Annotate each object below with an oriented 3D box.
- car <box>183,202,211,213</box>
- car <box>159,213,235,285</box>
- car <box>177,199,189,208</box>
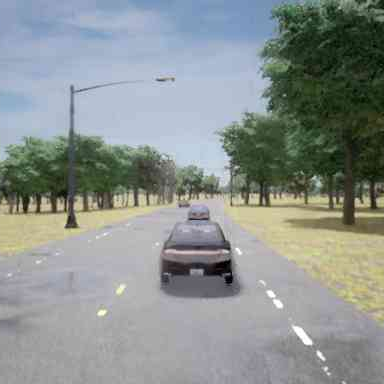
[{"bbox_3d":[0.582,1.822,28.170,2.033,1.411,5.357,0,-1,2],"label":"car"},{"bbox_3d":[0.153,1.589,9.827,2.128,1.511,4.902,0,0,1],"label":"car"},{"bbox_3d":[-1.482,2.124,59.762,1.837,1.490,4.892,0,-1,4],"label":"car"}]
